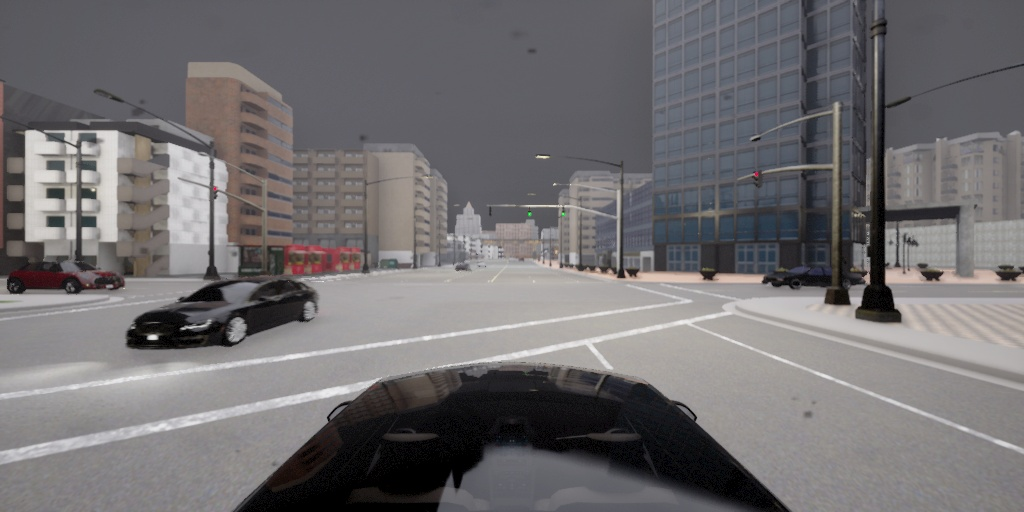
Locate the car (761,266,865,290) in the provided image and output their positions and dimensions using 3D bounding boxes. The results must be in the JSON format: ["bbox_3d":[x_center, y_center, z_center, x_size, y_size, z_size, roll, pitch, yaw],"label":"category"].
[{"bbox_3d":[19.026,1.364,22.747,5.357,1.411,2.033,0,0,1],"label":"car"}]

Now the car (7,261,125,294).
[{"bbox_3d":[-23.959,1.059,19.403,4.553,1.767,2.097,0,0,1],"label":"car"}]

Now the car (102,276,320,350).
[{"bbox_3d":[-6.995,1.334,9.409,1.837,1.490,4.892,0,0,0],"label":"car"}]

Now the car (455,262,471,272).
[{"bbox_3d":[-6.968,1.605,51.508,2.033,1.411,5.357,0,-1,0],"label":"car"}]
